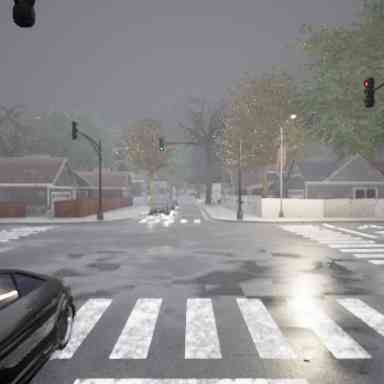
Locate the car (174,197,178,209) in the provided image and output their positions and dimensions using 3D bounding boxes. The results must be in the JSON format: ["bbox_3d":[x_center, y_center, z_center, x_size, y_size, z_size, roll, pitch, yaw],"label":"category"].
[{"bbox_3d":[-3.235,1.534,44.181,2.128,1.511,4.902,0,0,0],"label":"car"}]

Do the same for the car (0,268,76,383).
[{"bbox_3d":[-2.757,1.567,3.409,1.994,1.385,4.181,0,0,0],"label":"car"}]

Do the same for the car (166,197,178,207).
[{"bbox_3d":[-3.285,1.585,55.078,1.812,1.442,4.674,0,0,0],"label":"car"}]

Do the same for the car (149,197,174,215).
[{"bbox_3d":[-3.183,1.534,33.881,1.837,1.490,4.892,0,0,0],"label":"car"}]
